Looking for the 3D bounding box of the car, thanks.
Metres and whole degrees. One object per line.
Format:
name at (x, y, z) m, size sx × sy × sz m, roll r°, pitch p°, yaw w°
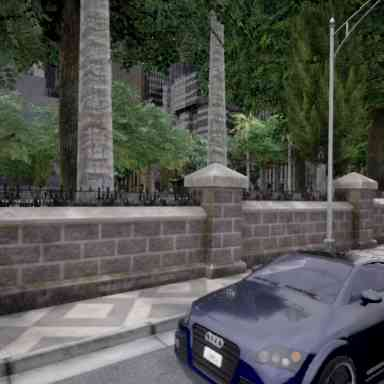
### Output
car at (1.843, 1.566, 4.693) m, size 4.181 × 1.385 × 1.994 m, roll 0°, pitch 0°, yaw -35°
